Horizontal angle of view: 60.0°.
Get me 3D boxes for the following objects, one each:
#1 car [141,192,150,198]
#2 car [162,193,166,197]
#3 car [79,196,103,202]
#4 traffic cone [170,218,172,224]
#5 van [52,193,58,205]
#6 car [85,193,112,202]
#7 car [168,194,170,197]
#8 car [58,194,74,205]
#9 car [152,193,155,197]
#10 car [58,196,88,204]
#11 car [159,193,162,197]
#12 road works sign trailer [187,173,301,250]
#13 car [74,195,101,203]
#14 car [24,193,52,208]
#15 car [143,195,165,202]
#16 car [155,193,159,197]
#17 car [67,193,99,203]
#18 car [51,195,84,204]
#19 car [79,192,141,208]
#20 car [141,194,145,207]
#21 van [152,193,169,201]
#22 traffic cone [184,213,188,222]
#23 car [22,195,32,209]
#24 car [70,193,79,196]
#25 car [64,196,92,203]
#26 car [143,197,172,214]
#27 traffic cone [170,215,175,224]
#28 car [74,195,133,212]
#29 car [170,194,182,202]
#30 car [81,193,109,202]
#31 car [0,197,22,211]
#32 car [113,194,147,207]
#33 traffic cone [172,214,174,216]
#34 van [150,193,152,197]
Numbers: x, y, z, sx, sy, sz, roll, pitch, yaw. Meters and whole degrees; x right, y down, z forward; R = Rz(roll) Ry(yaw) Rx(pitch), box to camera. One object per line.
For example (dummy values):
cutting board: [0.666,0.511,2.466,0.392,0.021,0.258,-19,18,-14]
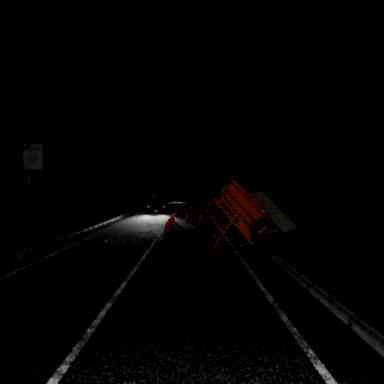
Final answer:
car: [-8.872,1.065,44.721,5.566,2.045,2.435,0,0,0]
car: [-8.869,1.456,72.752,5.008,1.535,2.097,0,0,0]
car: [-21.950,1.495,72.402,4.674,1.452,2.002,0,0,0]
traffic cone: [-1.379,1.860,18.051,0.340,0.580,0.340,0,0,0]
van: [-22.040,1.100,47.460,4.442,1.987,1.878,0,0,0]
car: [-21.932,1.246,77.974,5.566,2.045,2.435,0,0,0]
car: [-8.891,1.588,89.568,5.008,1.535,2.097,0,0,0]
car: [-21.926,1.392,53.031,4.674,1.452,2.002,0,0,0]
car: [-8.843,1.353,53.129,4.892,1.521,2.231,0,0,0]
car: [-21.909,1.422,61.387,4.792,1.488,2.163,0,0,0]
car: [-8.887,1.141,61.540,5.566,2.045,2.435,0,0,0]
road works sign trailer: [2.367,0.999,12.904,3.560,2.880,2.380,-5,45,-44]
car: [-21.944,1.438,69.742,5.008,1.535,2.097,0,0,0]
car: [-21.892,1.190,44.679,4.553,1.767,2.185,0,0,0]
car: [-8.911,1.529,78.355,4.792,1.488,2.163,0,0,0]
car: [-8.849,1.379,58.735,5.008,1.535,2.097,0,0,0]
car: [-21.918,1.169,66.957,5.566,2.045,2.435,0,0,0]
car: [-21.929,1.379,58.602,5.008,1.535,2.097,0,0,0]
car: [-8.874,1.049,36.311,5.566,2.045,2.435,0,0,0]
car: [-8.850,1.307,41.915,4.892,1.521,2.231,0,0,0]
van: [-8.784,1.385,92.373,4.442,1.987,1.878,0,0,0]
traffic cone: [-0.378,1.829,24.052,0.340,0.580,0.340,0,0,0]
car: [-21.926,1.343,39.110,4.674,1.452,2.002,0,0,0]
car: [-21.745,1.363,55.816,5.366,1.575,1.946,0,0,0]
car: [-21.971,1.435,64.172,4.792,1.488,2.163,0,0,0]
car: [-3.348,1.430,33.026,1.895,1.301,4.718,0,0,0]
traffic cone: [-1.379,1.850,20.051,0.340,0.580,0.340,0,0,0]
car: [-8.841,1.304,33.510,4.892,1.521,2.231,0,0,0]
car: [-3.249,1.526,73.930,1.994,1.385,4.181,0,0,0]
car: [-21.928,1.225,75.312,5.566,2.045,2.435,0,0,0]
car: [-21.930,1.300,36.323,5.008,1.535,2.097,0,0,0]
car: [-8.813,1.200,47.522,4.553,1.767,2.185,0,0,0]
traffic cone: [-1.379,1.839,22.051,0.340,0.580,0.340,0,0,0]
van: [-8.730,1.113,50.326,4.442,1.987,1.878,0,0,0]
